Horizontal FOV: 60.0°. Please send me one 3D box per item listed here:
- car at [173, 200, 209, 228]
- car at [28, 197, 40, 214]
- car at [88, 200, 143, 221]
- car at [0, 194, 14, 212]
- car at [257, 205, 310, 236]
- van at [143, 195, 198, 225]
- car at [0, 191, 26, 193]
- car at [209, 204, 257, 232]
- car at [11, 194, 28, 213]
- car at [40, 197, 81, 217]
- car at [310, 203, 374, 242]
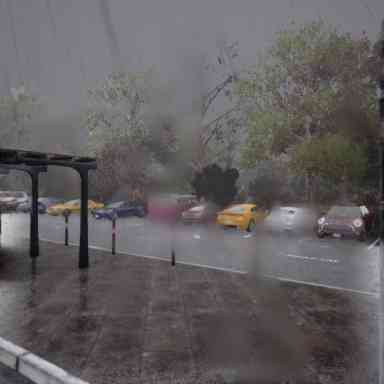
[{"bbox_3d":[1.135,1.491,21.871,2.002,1.452,4.674,1,0,35],"label":"car"},{"bbox_3d":[-12.435,1.330,31.521,2.163,1.488,4.792,1,0,35],"label":"car"},{"bbox_3d":[-5.674,1.405,26.661,2.163,1.488,4.792,1,0,35],"label":"car"},{"bbox_3d":[-16.978,1.251,34.710,2.097,1.535,5.008,1,0,35],"label":"car"},{"bbox_3d":[5.667,1.541,18.663,2.002,1.452,4.674,1,0,35],"label":"car"},{"bbox_3d":[-1.058,1.199,23.571,1.878,1.987,4.442,1,0,35],"label":"van"},{"bbox_3d":[-21.527,0.950,37.889,2.435,2.045,5.566,1,0,35],"label":"car"},{"bbox_3d":[3.400,1.476,20.264,2.097,1.535,5.008,1,0,35],"label":"car"},{"bbox_3d":[-14.713,1.277,33.106,2.231,1.521,4.892,1,0,35],"label":"car"},{"bbox_3d":[-10.295,1.323,29.742,1.946,1.575,5.366,1,0,35],"label":"car"},{"bbox_3d":[7.952,1.402,17.085,2.185,1.767,4.553,1,0,35],"label":"car"}]
